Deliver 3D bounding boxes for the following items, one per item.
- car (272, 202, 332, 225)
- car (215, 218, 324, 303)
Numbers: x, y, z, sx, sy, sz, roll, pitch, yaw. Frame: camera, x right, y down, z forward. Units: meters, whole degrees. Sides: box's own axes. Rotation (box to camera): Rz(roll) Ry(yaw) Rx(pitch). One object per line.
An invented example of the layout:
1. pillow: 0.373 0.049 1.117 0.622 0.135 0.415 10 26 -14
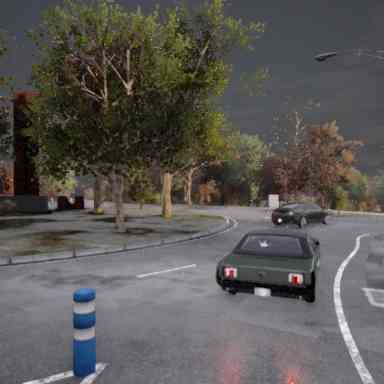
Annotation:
1. car: 7.116 1.413 21.277 4.892 1.490 1.837 0 -1 -39
2. car: 2.173 1.579 8.287 1.895 1.301 4.718 0 0 22
